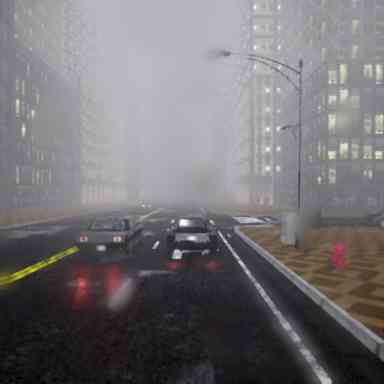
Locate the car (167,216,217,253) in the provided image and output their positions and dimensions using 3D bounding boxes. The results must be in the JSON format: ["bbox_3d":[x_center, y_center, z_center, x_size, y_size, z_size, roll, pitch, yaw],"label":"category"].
[{"bbox_3d":[0.010,1.697,14.275,1.994,1.385,4.181,0,0,0],"label":"car"}]

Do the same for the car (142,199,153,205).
[{"bbox_3d":[-9.728,2.223,73.546,2.033,1.411,5.357,0,-1,0],"label":"car"}]

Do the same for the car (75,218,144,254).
[{"bbox_3d":[-3.243,1.732,14.096,1.895,1.301,4.718,0,0,0],"label":"car"}]

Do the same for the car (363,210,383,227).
[{"bbox_3d":[15.929,2.071,26.308,4.403,1.369,2.008,1,0,-1],"label":"car"}]
